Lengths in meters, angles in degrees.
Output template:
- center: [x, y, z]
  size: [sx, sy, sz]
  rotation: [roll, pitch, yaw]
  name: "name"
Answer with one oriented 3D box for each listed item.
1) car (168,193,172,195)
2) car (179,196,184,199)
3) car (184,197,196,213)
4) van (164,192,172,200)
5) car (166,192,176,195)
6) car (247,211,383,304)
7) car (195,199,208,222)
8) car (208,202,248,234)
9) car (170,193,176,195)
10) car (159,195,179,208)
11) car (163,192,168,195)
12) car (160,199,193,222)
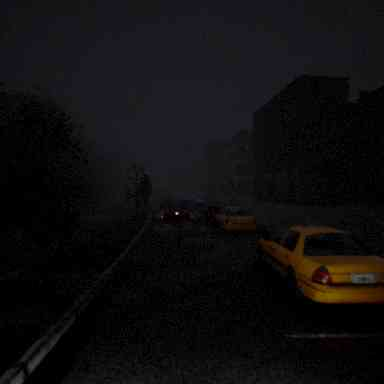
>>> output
- center: [-2.986, 1.421, 63.259]
  size: [2.002, 1.452, 4.674]
  rotation: [0, 0, -8]
  name: "car"
- center: [-0.770, 1.439, 46.764]
  size: [2.231, 1.521, 4.892]
  rotation: [0, 0, -8]
  name: "car"
- center: [0.694, 1.462, 35.869]
  size: [2.097, 1.535, 5.008]
  rotation: [0, 0, -7]
  name: "car"
- center: [-6.695, 1.004, 90.861]
  size: [1.878, 1.987, 4.442]
  rotation: [0, 0, -8]
  name: "van"
- center: [-3.730, 1.387, 68.788]
  size: [2.163, 1.488, 4.792]
  rotation: [0, 0, -8]
  name: "car"
- center: [2.924, 1.476, 8.311]
  size: [1.946, 1.575, 5.366]
  rotation: [0, 0, -1]
  name: "car"
- center: [1.785, 1.504, 26.333]
  size: [2.163, 1.488, 4.792]
  rotation: [0, 0, -5]
  name: "car"
- center: [2.355, 1.474, 19.314]
  size: [1.946, 1.575, 5.366]
  rotation: [0, 0, -3]
  name: "car"
- center: [-2.253, 1.432, 57.792]
  size: [2.163, 1.488, 4.792]
  rotation: [0, 0, -8]
  name: "car"
- center: [-3.229, 1.451, 42.799]
  size: [2.128, 1.511, 4.902]
  rotation: [0, 0, -7]
  name: "car"
- center: [-4.467, 1.078, 74.282]
  size: [2.435, 2.045, 5.566]
  rotation: [0, 0, -8]
  name: "car"
- center: [-1.311, 1.551, 26.690]
  size: [1.994, 1.385, 4.181]
  rotation: [0, 0, -5]
  name: "car"
